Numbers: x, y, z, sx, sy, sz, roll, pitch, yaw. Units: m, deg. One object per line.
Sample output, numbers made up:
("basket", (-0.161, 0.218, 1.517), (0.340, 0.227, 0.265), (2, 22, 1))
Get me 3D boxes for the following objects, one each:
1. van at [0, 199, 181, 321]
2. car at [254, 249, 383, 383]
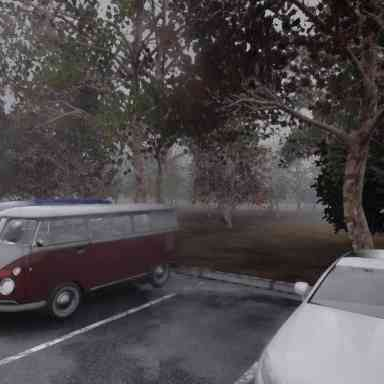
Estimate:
("van", (-2.195, 1.255, 7.197), (1.878, 1.987, 4.442), (0, 0, 36))
("car", (2.402, 1.520, 4.050), (2.002, 1.452, 4.674), (0, 0, 36))
